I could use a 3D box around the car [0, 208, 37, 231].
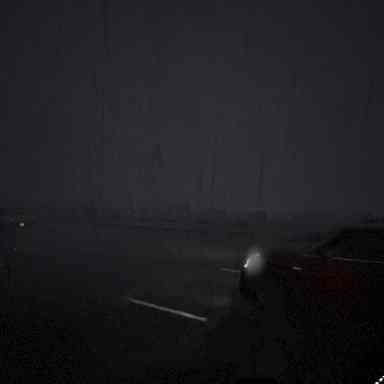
[{"bbox_3d":[-11.919,1.665,21.093,4.718,1.301,1.895,-1,0,35],"label":"car"}]

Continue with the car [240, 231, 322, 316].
[{"bbox_3d":[3.167,1.353,6.033,4.553,1.767,2.097,0,0,35],"label":"car"}]

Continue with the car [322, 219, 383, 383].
[{"bbox_3d":[3.720,1.218,1.339,5.566,2.045,2.150,0,0,35],"label":"car"}]

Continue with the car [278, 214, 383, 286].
[{"bbox_3d":[5.082,1.492,8.966,4.902,1.511,2.128,0,0,35],"label":"car"}]
